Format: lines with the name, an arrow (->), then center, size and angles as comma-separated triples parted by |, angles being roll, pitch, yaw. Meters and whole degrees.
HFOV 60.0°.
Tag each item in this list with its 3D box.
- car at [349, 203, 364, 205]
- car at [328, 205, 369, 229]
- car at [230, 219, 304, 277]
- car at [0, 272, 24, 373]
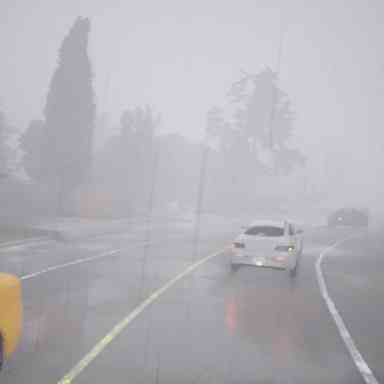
car -> 18.988, 2.077, 38.538 | 2.128, 1.511, 4.902 | 1, 0, 42
car -> 11.621, 1.894, 24.626 | 1.994, 1.385, 4.181 | 1, 0, 41
car -> 2.471, 1.572, 10.553 | 1.812, 1.442, 4.674 | 1, 0, 20
car -> -3.281, 1.404, 2.156 | 1.882, 1.535, 5.008 | 1, 0, 8
